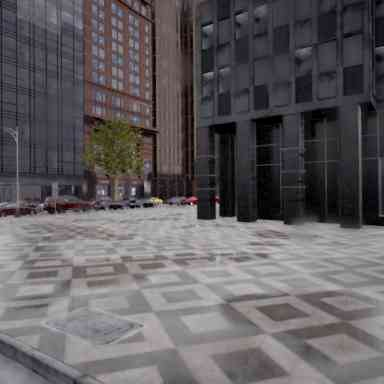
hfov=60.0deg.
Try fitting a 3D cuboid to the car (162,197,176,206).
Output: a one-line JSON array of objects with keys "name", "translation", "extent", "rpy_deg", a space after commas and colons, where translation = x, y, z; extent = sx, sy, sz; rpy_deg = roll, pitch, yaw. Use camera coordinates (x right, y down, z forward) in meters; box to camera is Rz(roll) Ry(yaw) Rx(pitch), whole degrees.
[{"name": "car", "translation": [-2.015, 1.507, 54.738], "extent": [2.033, 1.411, 5.357], "rpy_deg": [-1, 0, 35]}]

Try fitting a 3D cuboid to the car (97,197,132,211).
[{"name": "car", "translation": [-9.626, 1.535, 39.130], "extent": [1.947, 1.339, 4.313], "rpy_deg": [-1, 0, 35]}]

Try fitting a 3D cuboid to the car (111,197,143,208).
[{"name": "car", "translation": [-9.548, 1.543, 49.365], "extent": [1.812, 1.442, 4.674], "rpy_deg": [-1, 0, 35]}]

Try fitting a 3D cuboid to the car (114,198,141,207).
[{"name": "car", "translation": [-10.221, 1.626, 53.258], "extent": [1.802, 1.307, 4.206], "rpy_deg": [-1, 0, 35]}]

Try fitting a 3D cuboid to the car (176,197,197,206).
[{"name": "car", "translation": [-0.007, 1.473, 53.044], "extent": [1.887, 1.381, 4.507], "rpy_deg": [-1, 0, 35]}]

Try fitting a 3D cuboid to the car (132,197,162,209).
[{"name": "car", "translation": [-6.420, 1.520, 43.767], "extent": [1.947, 1.339, 4.313], "rpy_deg": [-1, 0, 35]}]

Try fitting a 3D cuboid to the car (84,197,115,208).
[{"name": "car", "translation": [-13.430, 1.498, 48.620], "extent": [1.967, 1.590, 4.097], "rpy_deg": [-1, 0, 35]}]

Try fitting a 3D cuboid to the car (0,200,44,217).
[{"name": "car", "translation": [-16.040, 1.587, 29.854], "extent": [1.802, 1.307, 4.206], "rpy_deg": [-1, 0, 35]}]

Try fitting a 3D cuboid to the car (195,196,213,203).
[{"name": "car", "translation": [2.608, 1.549, 71.813], "extent": [1.887, 1.381, 4.507], "rpy_deg": [-1, 0, 35]}]

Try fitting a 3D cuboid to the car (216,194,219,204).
[{"name": "car", "translation": [3.199, 1.233, 57.683], "extent": [2.192, 1.841, 5.009], "rpy_deg": [-1, 0, 35]}]

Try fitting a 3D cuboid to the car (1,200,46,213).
[{"name": "car", "translation": [-19.843, 1.656, 39.343], "extent": [1.947, 1.339, 4.313], "rpy_deg": [-1, 0, 35]}]

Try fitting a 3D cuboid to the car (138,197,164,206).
[{"name": "car", "translation": [-7.111, 1.558, 57.757], "extent": [1.752, 1.417, 4.829], "rpy_deg": [-1, 0, 35]}]

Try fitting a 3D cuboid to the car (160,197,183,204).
[{"name": "car", "translation": [-3.807, 1.588, 62.536], "extent": [1.947, 1.339, 4.313], "rpy_deg": [-1, 0, 35]}]

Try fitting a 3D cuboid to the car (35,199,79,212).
[{"name": "car", "translation": [-16.102, 1.574, 39.912], "extent": [1.812, 1.442, 4.674], "rpy_deg": [-1, 0, 34]}]

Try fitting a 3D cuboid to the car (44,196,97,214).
[{"name": "car", "translation": [-12.835, 1.301, 34.493], "extent": [2.192, 1.841, 5.009], "rpy_deg": [-1, 0, 35]}]

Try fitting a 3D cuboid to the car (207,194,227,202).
[{"name": "car", "translation": [5.813, 1.310, 76.453], "extent": [2.192, 1.841, 5.009], "rpy_deg": [-1, 0, 35]}]
